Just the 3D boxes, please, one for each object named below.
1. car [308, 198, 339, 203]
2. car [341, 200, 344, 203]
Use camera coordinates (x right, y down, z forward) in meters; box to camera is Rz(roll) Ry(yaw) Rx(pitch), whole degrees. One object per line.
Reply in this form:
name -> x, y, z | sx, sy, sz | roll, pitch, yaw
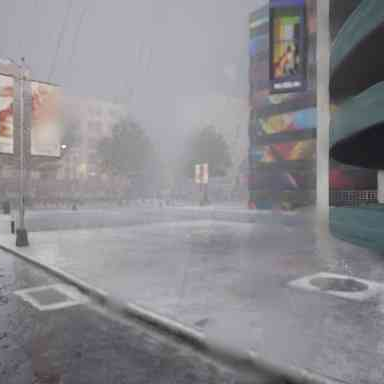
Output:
car -> 15.355, 1.461, 39.800 | 4.674, 1.452, 2.002 | 0, 0, -42
car -> 21.641, 1.600, 51.035 | 4.786, 1.482, 2.161 | 0, 0, -42
